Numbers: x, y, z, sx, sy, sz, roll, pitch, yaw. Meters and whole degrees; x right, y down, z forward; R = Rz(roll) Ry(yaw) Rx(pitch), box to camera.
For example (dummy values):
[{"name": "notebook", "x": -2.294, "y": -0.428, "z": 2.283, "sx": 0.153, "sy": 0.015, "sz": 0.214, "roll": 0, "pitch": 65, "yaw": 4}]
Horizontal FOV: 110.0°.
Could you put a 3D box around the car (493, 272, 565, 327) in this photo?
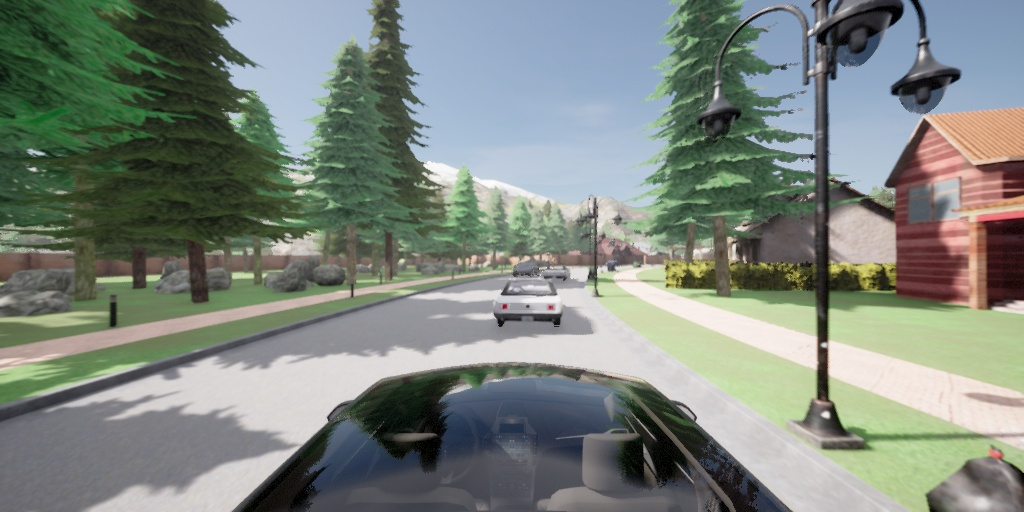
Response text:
[{"name": "car", "x": 0.587, "y": 1.389, "z": 11.709, "sx": 1.895, "sy": 1.301, "sz": 4.718, "roll": 0, "pitch": 0, "yaw": 4}]

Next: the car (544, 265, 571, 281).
[{"name": "car", "x": 4.045, "y": 1.464, "z": 31.611, "sx": 1.895, "sy": 1.301, "sz": 4.718, "roll": 0, "pitch": 0, "yaw": 15}]

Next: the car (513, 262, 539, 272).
[{"name": "car", "x": 1.458, "y": 1.384, "z": 35.873, "sx": 1.837, "sy": 1.490, "sz": 4.892, "roll": 0, "pitch": 0, "yaw": 17}]
